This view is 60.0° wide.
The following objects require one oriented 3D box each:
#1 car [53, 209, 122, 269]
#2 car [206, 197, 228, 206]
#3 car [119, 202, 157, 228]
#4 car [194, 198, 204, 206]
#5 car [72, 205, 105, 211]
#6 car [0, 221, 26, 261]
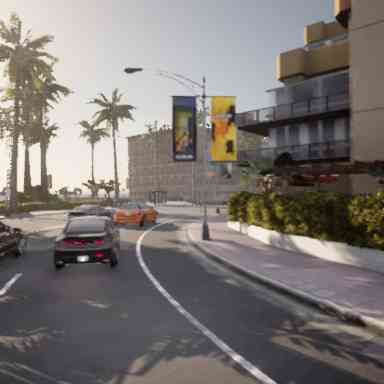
[{"bbox_3d":[-3.526,1.603,11.651,1.837,1.490,4.892,-1,0,-11],"label":"car"},{"bbox_3d":[5.156,1.655,62.245,2.097,1.767,4.553,-1,0,39],"label":"car"},{"bbox_3d":[-4.022,1.524,24.588,2.097,1.767,4.553,-1,0,9],"label":"car"},{"bbox_3d":[2.266,1.903,64.251,1.994,1.385,4.181,-1,0,39],"label":"car"},{"bbox_3d":[-7.506,1.714,24.972,1.837,1.490,4.892,-1,0,9],"label":"car"},{"bbox_3d":[-6.903,1.628,10.724,1.837,1.490,4.892,-1,0,-11],"label":"car"}]
